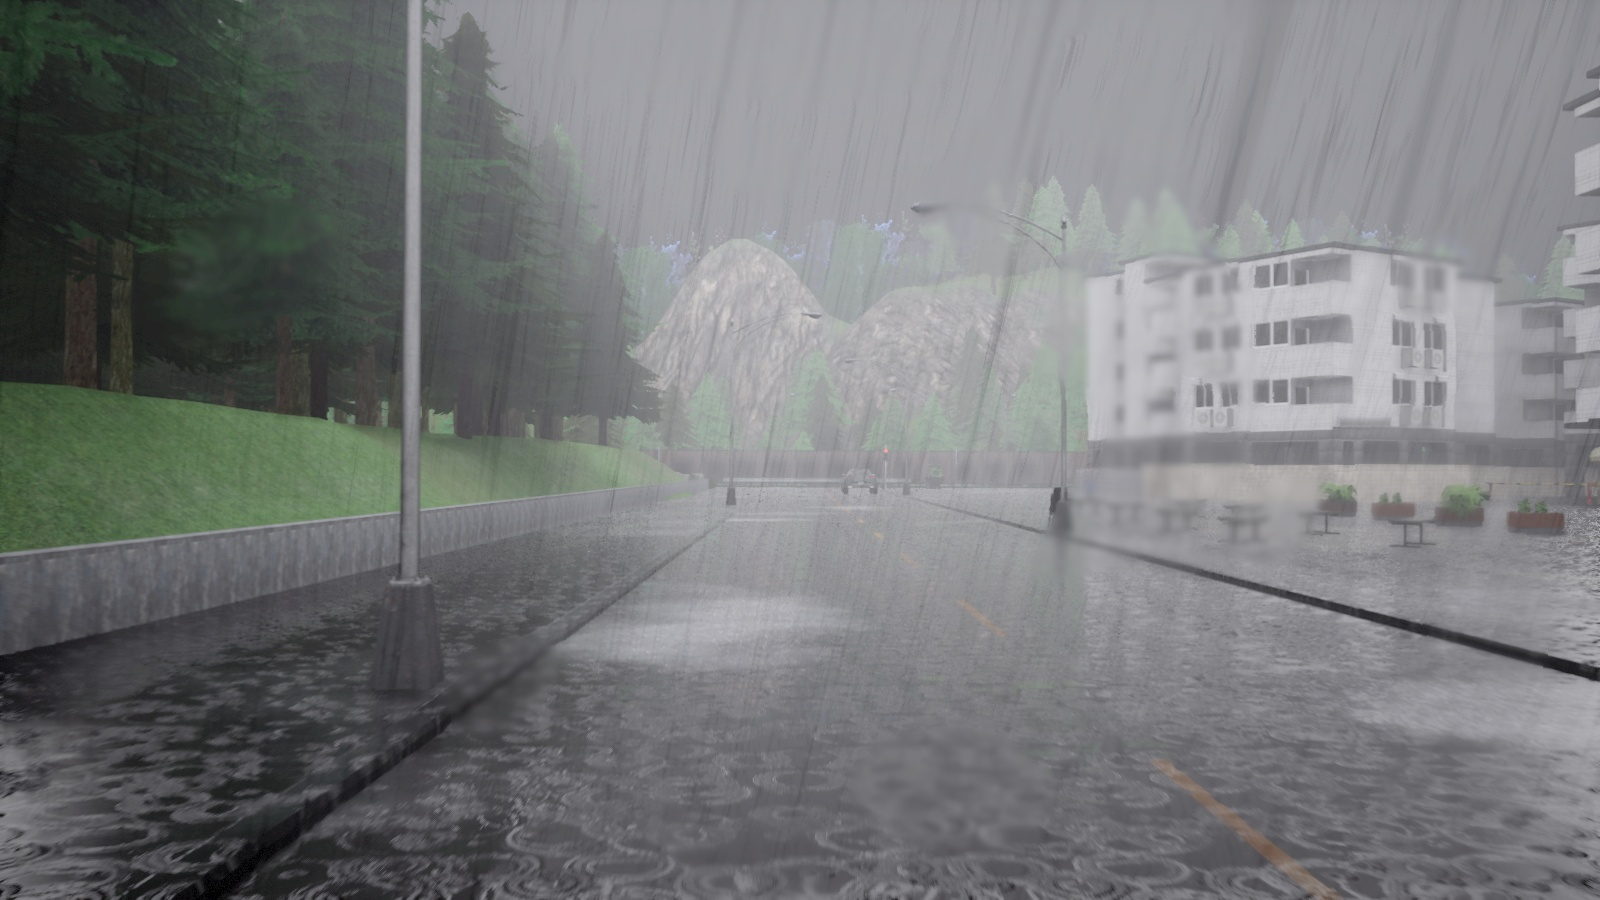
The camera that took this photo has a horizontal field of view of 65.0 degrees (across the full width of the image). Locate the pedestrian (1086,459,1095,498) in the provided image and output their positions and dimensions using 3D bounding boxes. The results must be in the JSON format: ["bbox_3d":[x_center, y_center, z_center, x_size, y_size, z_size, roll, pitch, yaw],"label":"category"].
[{"bbox_3d":[13.813,1.363,59.722,0.354,1.836,0.706,0,-1,9],"label":"pedestrian"}]

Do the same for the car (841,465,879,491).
[{"bbox_3d":[3.801,1.787,80.666,2.152,1.651,5.027,0,-1,0],"label":"car"}]
